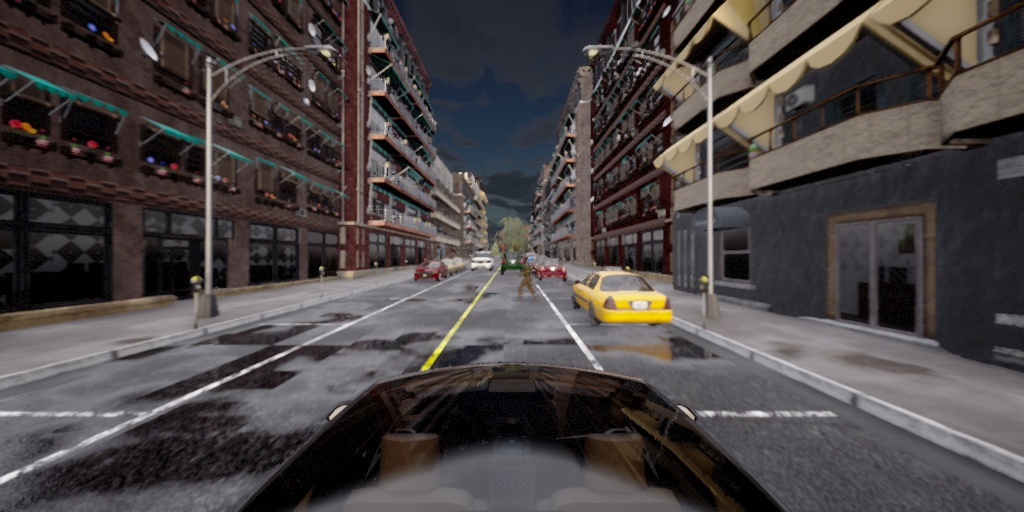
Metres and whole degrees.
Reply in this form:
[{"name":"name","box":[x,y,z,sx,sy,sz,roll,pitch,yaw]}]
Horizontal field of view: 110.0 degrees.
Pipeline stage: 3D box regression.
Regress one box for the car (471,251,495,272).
[{"name":"car","box":[-3.059,0.517,37.916,2.150,2.045,5.566,0,0,0]}]

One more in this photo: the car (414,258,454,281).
[{"name":"car","box":[-5.680,0.994,25.593,1.888,1.381,4.507,0,0,0]}]

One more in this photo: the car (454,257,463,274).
[{"name":"car","box":[-5.677,0.902,31.084,1.751,1.417,4.829,0,0,0]}]

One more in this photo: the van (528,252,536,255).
[{"name":"van","box":[2.711,0.504,48.193,1.690,1.789,3.998,0,0,0]}]

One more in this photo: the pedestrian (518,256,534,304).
[{"name":"pedestrian","box":[0.536,0.890,13.848,0.375,1.860,0.375,1,0,-3]}]

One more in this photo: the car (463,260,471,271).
[{"name":"car","box":[-5.675,0.831,36.745,1.751,1.417,4.829,0,0,0]}]

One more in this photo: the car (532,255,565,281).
[{"name":"car","box":[2.701,0.888,25.549,1.967,1.591,4.097,0,0,0]}]

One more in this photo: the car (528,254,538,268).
[{"name":"car","box":[2.704,0.816,31.209,1.967,1.591,4.097,0,0,0]}]

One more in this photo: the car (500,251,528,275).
[{"name":"car","box":[0.082,0.580,32.827,2.150,2.045,5.566,0,1,0]}]

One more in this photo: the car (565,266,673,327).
[{"name":"car","box":[3.004,1.088,10.972,1.801,1.575,5.366,0,1,0]}]
